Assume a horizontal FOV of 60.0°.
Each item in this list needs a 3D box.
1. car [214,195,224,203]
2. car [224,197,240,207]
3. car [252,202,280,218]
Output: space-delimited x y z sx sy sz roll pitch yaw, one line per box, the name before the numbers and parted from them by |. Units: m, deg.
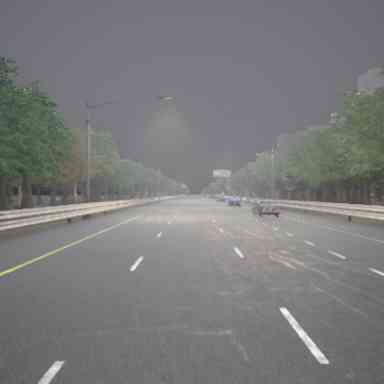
car | 7.397 1.796 85.888 2.097 1.767 4.553 0 0 1
car | 7.181 1.770 58.080 1.882 1.535 5.008 0 -1 0
car | 7.055 1.675 32.204 2.033 1.411 5.357 0 0 0
